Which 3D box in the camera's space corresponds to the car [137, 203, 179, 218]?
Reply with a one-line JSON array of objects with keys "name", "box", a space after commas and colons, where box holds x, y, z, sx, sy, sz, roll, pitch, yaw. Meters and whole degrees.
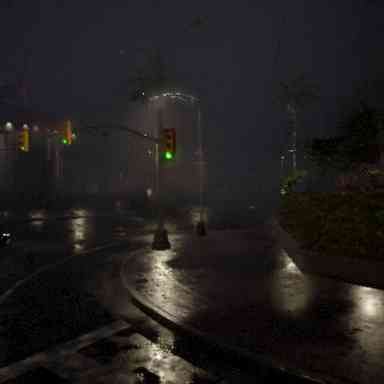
[{"name": "car", "box": [-3.428, 1.828, 33.484, 4.181, 1.385, 1.994, 0, -1, -35]}]

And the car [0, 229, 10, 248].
[{"name": "car", "box": [-9.272, 1.668, 12.046, 1.837, 1.490, 4.892, -1, 0, 36]}]
